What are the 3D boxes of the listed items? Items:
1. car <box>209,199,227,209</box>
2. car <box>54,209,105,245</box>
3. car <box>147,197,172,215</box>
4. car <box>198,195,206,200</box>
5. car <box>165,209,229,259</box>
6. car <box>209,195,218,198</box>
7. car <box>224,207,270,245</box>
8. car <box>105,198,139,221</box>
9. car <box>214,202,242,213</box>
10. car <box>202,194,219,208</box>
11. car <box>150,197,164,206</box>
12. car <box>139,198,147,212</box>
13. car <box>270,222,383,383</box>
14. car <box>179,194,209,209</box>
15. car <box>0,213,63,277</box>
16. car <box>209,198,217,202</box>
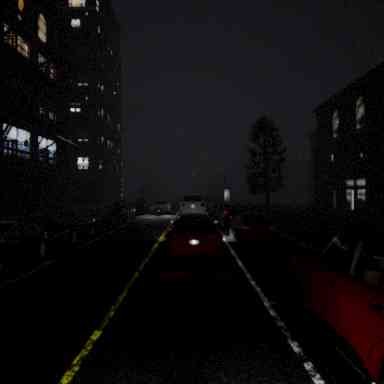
[{"bbox_3d":[2.693,1.519,26.244,2.008,1.369,4.403,0,0,0],"label":"car"},{"bbox_3d":[-5.688,1.527,15.167,2.008,1.369,4.403,0,0,0],"label":"car"},{"bbox_3d":[-3.096,1.490,33.319,1.812,1.442,4.674,0,0,0],"label":"car"},{"bbox_3d":[2.697,1.514,91.893,2.008,1.369,4.403,0,0,0],"label":"car"},{"bbox_3d":[0.076,1.544,12.490,1.994,1.385,4.181,0,0,0],"label":"car"},{"bbox_3d":[2.694,1.485,43.033,1.752,1.417,4.829,0,0,0],"label":"car"},{"bbox_3d":[2.692,1.558,15.166,1.802,1.307,4.206,0,0,0],"label":"car"},{"bbox_3d":[-5.688,1.408,26.245,1.967,1.590,4.097,0,0,0],"label":"car"},{"bbox_3d":[2.692,1.537,20.706,1.947,1.339,4.313,0,0,0],"label":"car"},{"bbox_3d":[2.694,1.271,48.402,2.192,1.841,5.009,0,0,0],"label":"car"},{"bbox_3d":[-5.687,1.479,53.773,1.752,1.417,4.829,0,0,0],"label":"car"},{"bbox_3d":[-5.687,1.402,37.324,1.967,1.590,4.097,0,0,0],"label":"car"},{"bbox_3d":[2.692,1.307,4.090,2.192,1.841,5.009,0,0,0],"label":"car"},{"bbox_3d":[0.086,1.187,28.972,2.150,2.045,5.566,0,0,0],"label":"car"},{"bbox_3d":[-5.688,1.534,9.628,2.008,1.369,4.403,0,0,0],"label":"car"},{"bbox_3d":[2.693,1.531,31.783,1.947,1.339,4.313,0,0,0],"label":"car"}]
